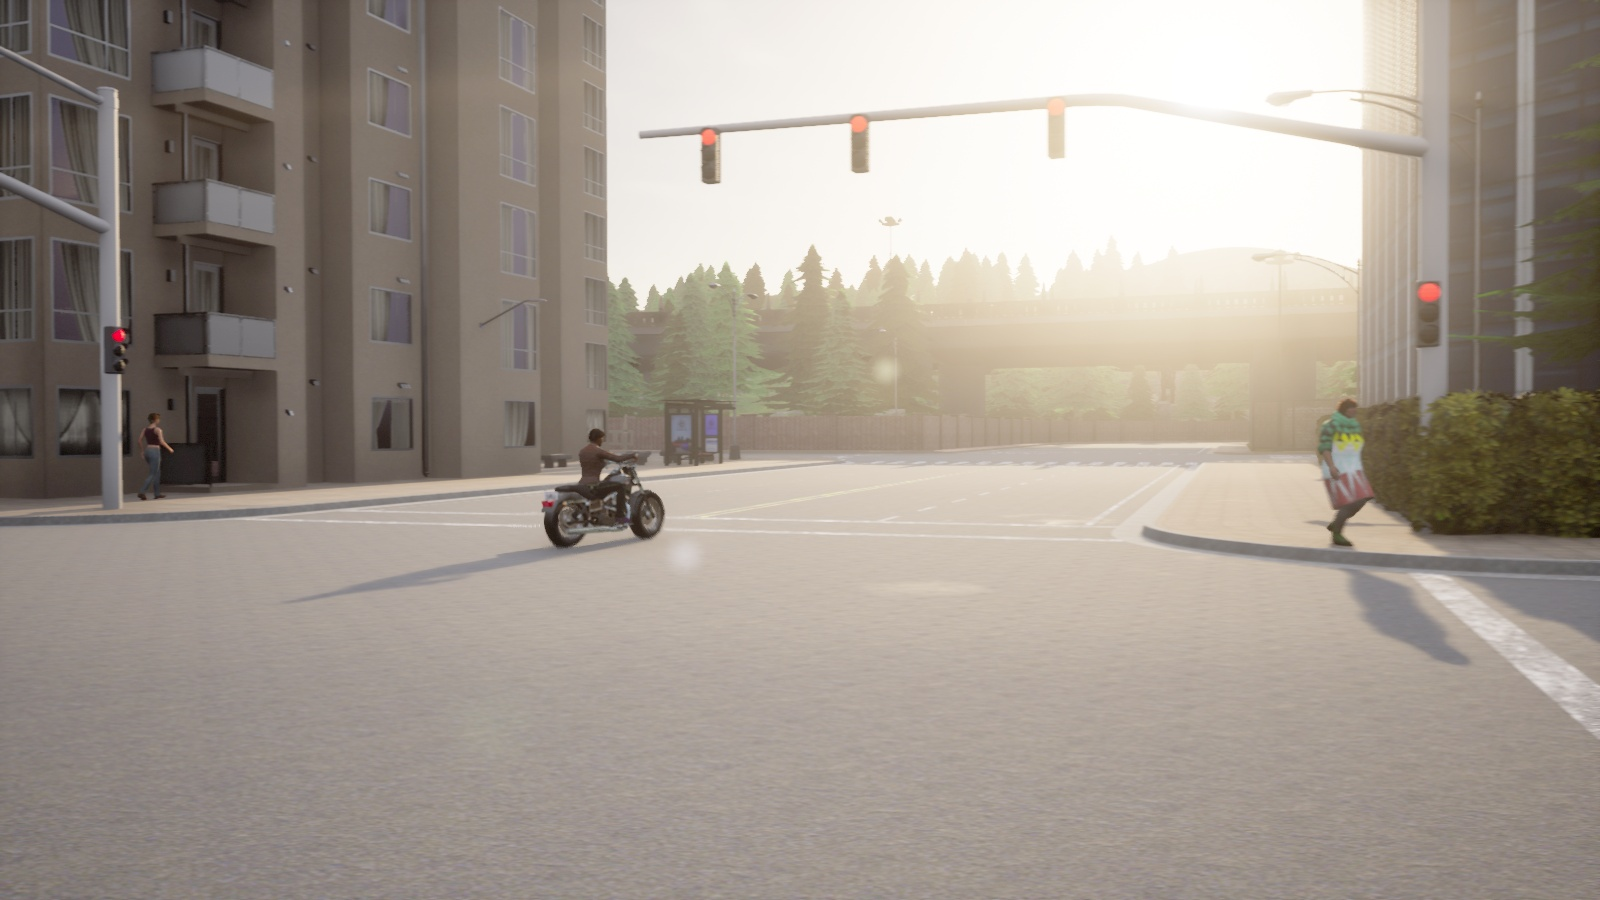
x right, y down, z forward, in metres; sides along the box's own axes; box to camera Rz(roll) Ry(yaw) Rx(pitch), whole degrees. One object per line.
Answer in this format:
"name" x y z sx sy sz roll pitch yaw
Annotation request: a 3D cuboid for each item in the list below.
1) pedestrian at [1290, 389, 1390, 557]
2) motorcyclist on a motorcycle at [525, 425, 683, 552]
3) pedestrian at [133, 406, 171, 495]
"pedestrian" 6.521 0.262 15.193 0.659 1.952 0.873 0 1 -29
"motorcyclist on a motorcycle" -2.685 0.487 17.494 0.766 1.649 2.350 0 0 34
"pedestrian" -13.531 0.014 26.230 0.345 1.836 0.594 1 1 27
